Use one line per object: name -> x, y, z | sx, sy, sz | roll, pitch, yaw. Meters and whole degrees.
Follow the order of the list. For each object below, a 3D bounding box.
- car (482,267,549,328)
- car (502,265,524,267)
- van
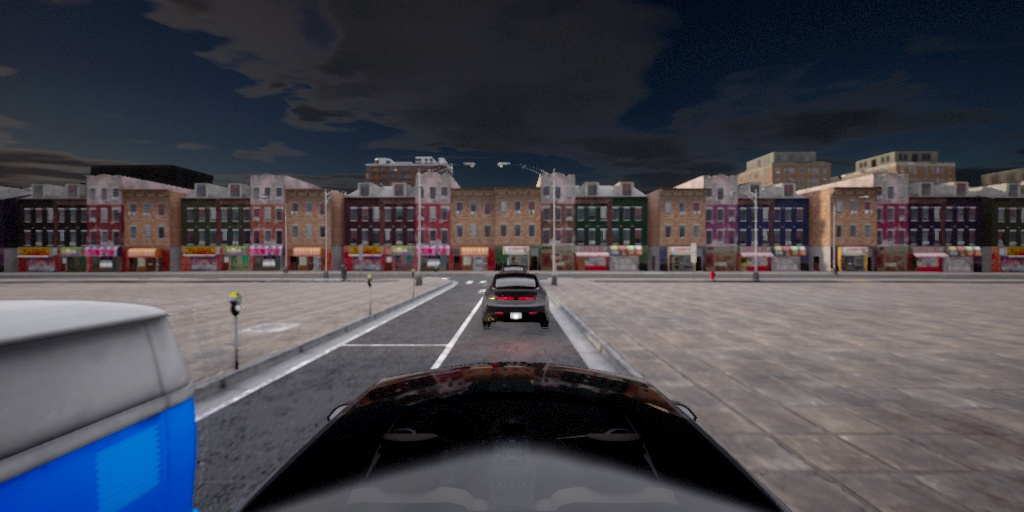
car -> 0.098, 1.264, 11.415 | 1.837, 1.490, 4.892 | 0, 0, 0
car -> 0.056, 1.273, 21.599 | 1.837, 1.490, 4.892 | 0, -1, -1
van -> -2.639, 1.089, 0.387 | 1.690, 1.789, 3.998 | 0, 0, 0
